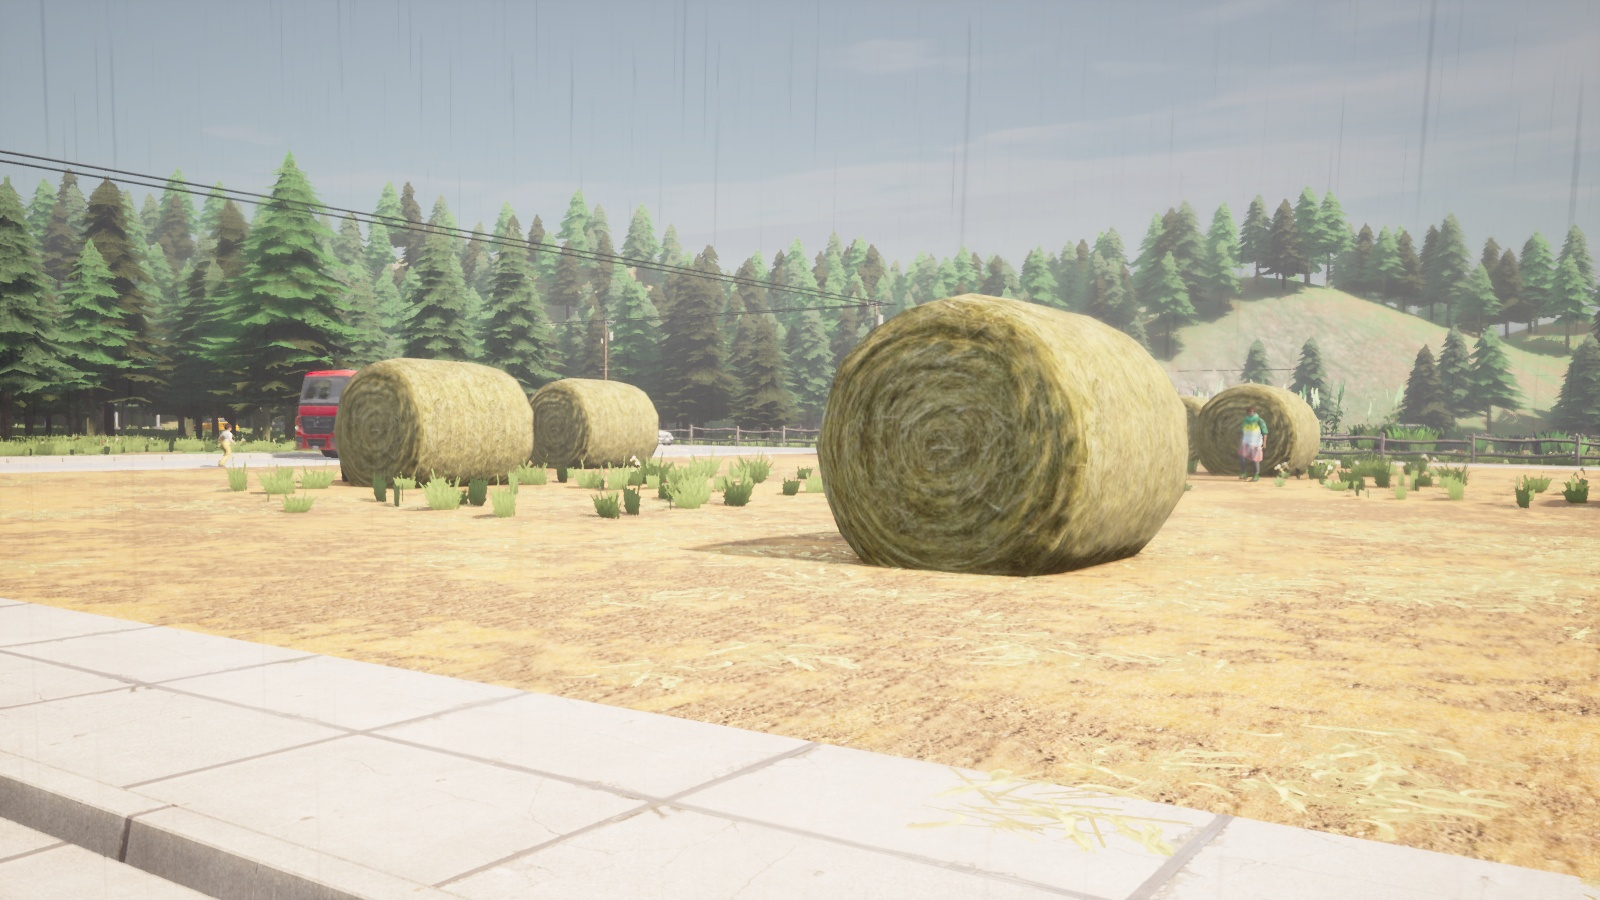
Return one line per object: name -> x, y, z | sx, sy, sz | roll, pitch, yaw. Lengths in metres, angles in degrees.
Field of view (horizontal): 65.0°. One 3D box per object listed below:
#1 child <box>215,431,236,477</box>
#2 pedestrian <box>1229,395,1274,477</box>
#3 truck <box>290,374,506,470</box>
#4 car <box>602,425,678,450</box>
child -> -15.824, 0.109, 34.582 | 0.270, 1.263, 0.437 | 0, 1, 31
pedestrian -> 11.013, -0.346, 30.650 | 0.873, 1.952, 0.659 | -1, 1, -36
truck -> -15.616, -1.114, 49.466 | 2.891, 3.462, 7.936 | 0, 1, 35
car -> -9.856, -0.765, 77.078 | 4.674, 1.442, 1.812 | 0, 2, 38
